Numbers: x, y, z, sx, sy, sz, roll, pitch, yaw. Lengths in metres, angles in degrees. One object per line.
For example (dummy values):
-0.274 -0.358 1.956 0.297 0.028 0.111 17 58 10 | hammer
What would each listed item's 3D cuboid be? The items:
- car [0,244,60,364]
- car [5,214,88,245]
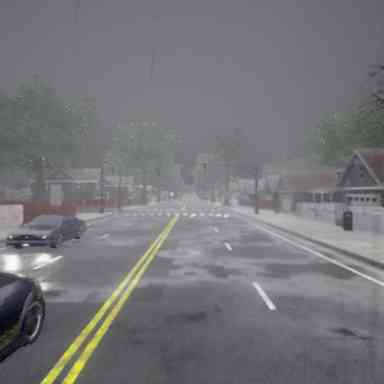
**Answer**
-3.350 1.612 3.697 1.994 1.385 4.181 0 -1 0 | car
-6.600 1.747 15.877 2.033 1.411 5.357 0 -1 0 | car
